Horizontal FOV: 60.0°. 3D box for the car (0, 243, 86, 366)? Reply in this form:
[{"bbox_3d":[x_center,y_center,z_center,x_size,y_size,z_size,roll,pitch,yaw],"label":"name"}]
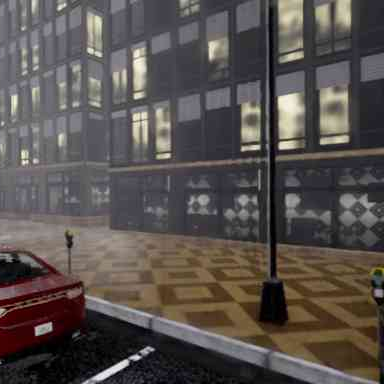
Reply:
[{"bbox_3d":[-3.598,1.493,5.303,4.507,1.381,1.887,1,-1,36],"label":"car"}]
